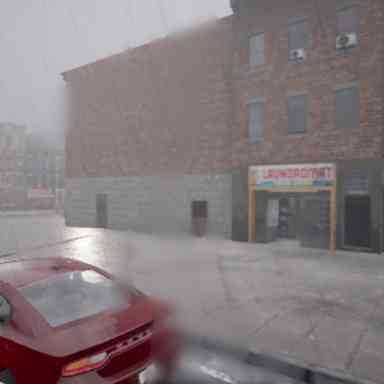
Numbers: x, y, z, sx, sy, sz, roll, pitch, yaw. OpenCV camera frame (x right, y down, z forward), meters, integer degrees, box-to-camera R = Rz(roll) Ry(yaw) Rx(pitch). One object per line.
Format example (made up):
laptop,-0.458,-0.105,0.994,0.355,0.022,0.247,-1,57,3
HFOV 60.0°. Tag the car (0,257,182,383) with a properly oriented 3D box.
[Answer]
car,-2.226,1.565,4.384,4.507,1.381,1.887,0,1,36
